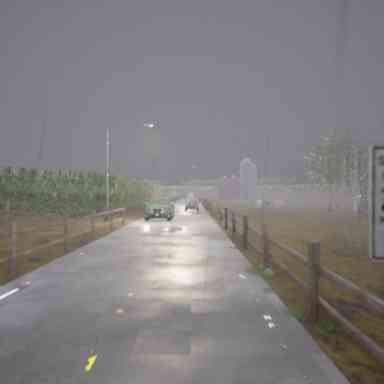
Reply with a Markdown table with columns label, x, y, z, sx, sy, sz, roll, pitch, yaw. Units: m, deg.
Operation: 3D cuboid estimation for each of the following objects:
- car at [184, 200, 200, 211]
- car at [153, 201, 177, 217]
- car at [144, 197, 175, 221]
| label | x | y | z | sx | sy | sz | roll | pitch | yaw |
| --- | --- | --- | --- | --- | --- | --- | --- | --- | --- |
| car | 0.000 | 1.754 | 43.553 | 2.033 | 1.411 | 5.357 | 0 | 0 | 0 |
| car | -2.764 | 1.722 | 35.271 | 2.033 | 1.411 | 5.357 | 0 | 0 | 0 |
| car | -2.762 | 1.466 | 29.041 | 2.150 | 2.045 | 5.566 | 0 | 0 | 0 |
